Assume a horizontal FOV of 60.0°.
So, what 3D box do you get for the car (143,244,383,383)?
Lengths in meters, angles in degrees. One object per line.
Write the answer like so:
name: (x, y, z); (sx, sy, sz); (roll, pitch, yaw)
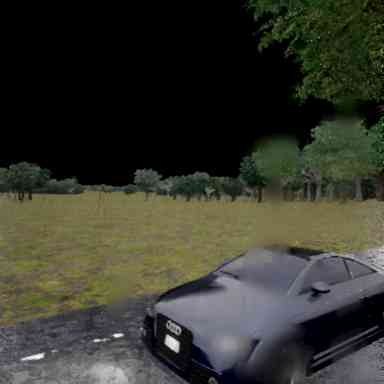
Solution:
car: (1.393, 1.548, 4.985); (4.181, 1.385, 1.994); (0, 0, -36)
